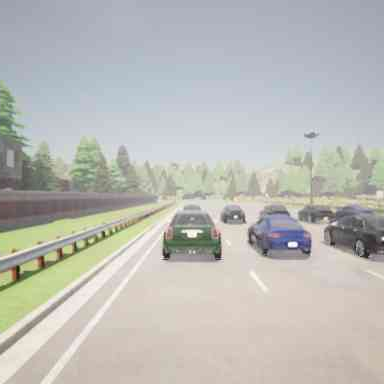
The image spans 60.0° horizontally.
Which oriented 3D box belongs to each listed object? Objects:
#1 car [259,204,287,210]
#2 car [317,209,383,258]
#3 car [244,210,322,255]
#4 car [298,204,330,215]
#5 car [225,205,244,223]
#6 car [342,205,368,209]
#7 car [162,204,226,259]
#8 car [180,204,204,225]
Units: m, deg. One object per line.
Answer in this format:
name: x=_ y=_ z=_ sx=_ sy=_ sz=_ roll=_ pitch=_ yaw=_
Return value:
car: x=7.015 y=1.829 z=28.490 sx=1.837 sy=1.490 sz=4.892 roll=0 pitch=0 yaw=0
car: x=7.017 y=1.660 z=13.473 sx=1.837 sy=1.490 sz=4.892 roll=0 pitch=0 yaw=0
car: x=3.522 y=1.683 z=13.874 sx=1.812 sy=1.442 sz=4.674 roll=0 pitch=0 yaw=1
car: x=10.516 y=1.829 z=28.486 sx=1.837 sy=1.490 sz=4.892 roll=0 pitch=0 yaw=0
car: x=3.521 y=1.851 z=28.873 sx=1.812 sy=1.442 sz=4.674 roll=0 pitch=0 yaw=1
car: x=14.020 y=1.852 z=28.867 sx=1.812 sy=1.442 sz=4.674 roll=0 pitch=0 yaw=0
car: x=0.017 y=1.503 z=13.399 sx=2.097 sy=1.767 sz=4.553 roll=0 pitch=-1 yaw=0
car: x=0.015 y=1.828 z=28.475 sx=1.837 sy=1.490 sz=4.892 roll=0 pitch=0 yaw=0
